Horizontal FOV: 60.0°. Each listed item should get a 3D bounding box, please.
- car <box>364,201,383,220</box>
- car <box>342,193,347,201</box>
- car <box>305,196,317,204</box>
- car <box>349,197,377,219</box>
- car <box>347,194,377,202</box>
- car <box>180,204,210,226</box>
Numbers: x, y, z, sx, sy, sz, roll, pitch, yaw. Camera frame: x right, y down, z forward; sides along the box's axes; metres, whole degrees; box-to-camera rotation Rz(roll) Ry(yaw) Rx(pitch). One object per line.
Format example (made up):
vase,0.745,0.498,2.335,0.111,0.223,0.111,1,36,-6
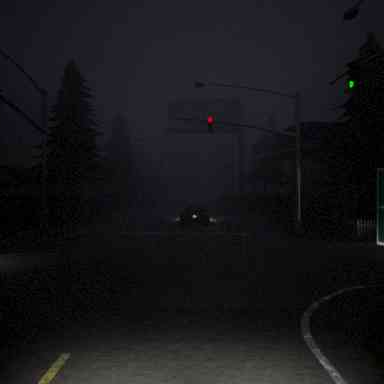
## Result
car,18.718,1.672,30.616,4.611,1.667,2.242,0,0,0
car,34.960,1.490,71.792,2.007,1.523,4.514,0,0,0
car,22.550,1.553,64.010,1.970,1.475,3.806,0,0,0
car,14.387,1.505,24.949,3.866,1.878,1.905,0,0,0
car,21.173,1.413,38.154,5.566,2.045,2.150,0,0,-14
car,0.229,1.562,23.531,1.994,1.385,4.181,0,0,2
